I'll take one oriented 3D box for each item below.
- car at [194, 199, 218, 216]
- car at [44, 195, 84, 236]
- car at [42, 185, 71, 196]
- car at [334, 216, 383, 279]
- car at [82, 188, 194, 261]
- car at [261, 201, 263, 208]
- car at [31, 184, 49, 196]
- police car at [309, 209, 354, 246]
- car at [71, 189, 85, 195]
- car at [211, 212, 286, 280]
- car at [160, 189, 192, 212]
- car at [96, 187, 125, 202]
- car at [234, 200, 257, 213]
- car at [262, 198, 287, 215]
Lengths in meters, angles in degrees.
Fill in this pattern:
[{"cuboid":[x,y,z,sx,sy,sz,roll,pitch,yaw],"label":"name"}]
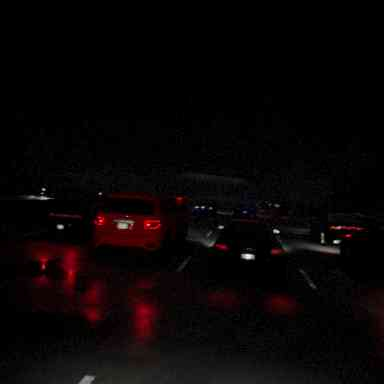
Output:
[{"cuboid":[1.315,1.352,30.394,2.033,1.411,5.357,3,1,9],"label":"car"},{"cuboid":[-4.615,1.107,14.998,2.128,1.511,4.902,3,1,9],"label":"car"},{"cuboid":[-17.795,0.112,45.130,1.994,1.385,4.181,3,1,9],"label":"car"},{"cuboid":[6.286,1.814,10.723,1.812,1.442,4.674,3,1,9],"label":"car"},{"cuboid":[-1.549,1.042,11.950,2.150,2.045,5.566,3,0,8],"label":"car"},{"cuboid":[11.116,1.696,48.523,1.837,1.490,4.892,3,1,9],"label":"car"},{"cuboid":[-20.900,-0.306,47.715,2.097,1.767,4.553,3,1,9],"label":"car"},{"cuboid":[7.232,1.710,16.766,1.930,1.638,5.238,3,1,9],"label":"police car"},{"cuboid":[-14.217,0.317,45.413,1.994,1.385,4.181,3,1,9],"label":"car"},{"cuboid":[1.724,1.590,10.319,1.994,1.385,4.181,3,1,9],"label":"car"},{"cuboid":[-1.539,0.818,34.570,2.150,2.045,5.566,3,1,9],"label":"car"},{"cuboid":[-10.818,0.311,44.453,2.097,1.767,4.553,3,1,9],"label":"car"},{"cuboid":[4.725,1.488,29.557,1.882,1.535,5.008,3,1,9],"label":"car"},{"cuboid":[9.450,1.556,37.510,2.097,1.767,4.553,3,1,9],"label":"car"}]
